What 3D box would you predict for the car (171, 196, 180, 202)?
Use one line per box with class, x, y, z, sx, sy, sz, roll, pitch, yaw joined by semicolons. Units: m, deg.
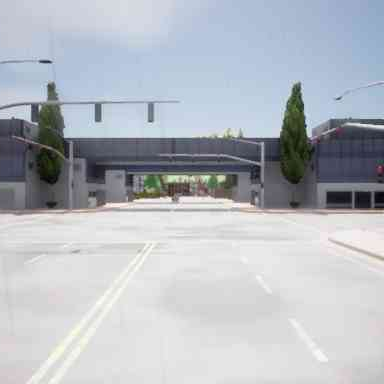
car;-3.929;1.581;78.890;1.895;1.301;4.718;0;0;0
